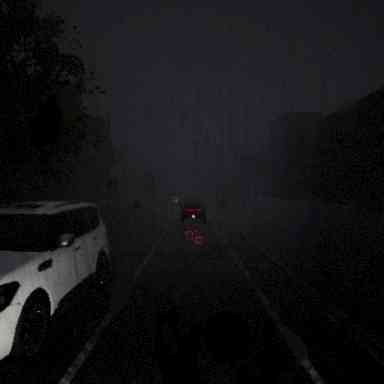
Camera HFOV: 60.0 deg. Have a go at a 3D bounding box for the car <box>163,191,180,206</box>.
[{"bbox_3d":[-3.063,0.936,50.258,2.150,2.045,5.566,0,0,0],"label":"car"}]

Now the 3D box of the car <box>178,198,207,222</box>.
[{"bbox_3d":[0.105,1.449,25.767,1.837,1.490,4.892,0,0,0],"label":"car"}]

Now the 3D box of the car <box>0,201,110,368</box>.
[{"bbox_3d":[-3.099,1.220,6.112,2.150,2.045,5.566,0,0,0],"label":"car"}]
